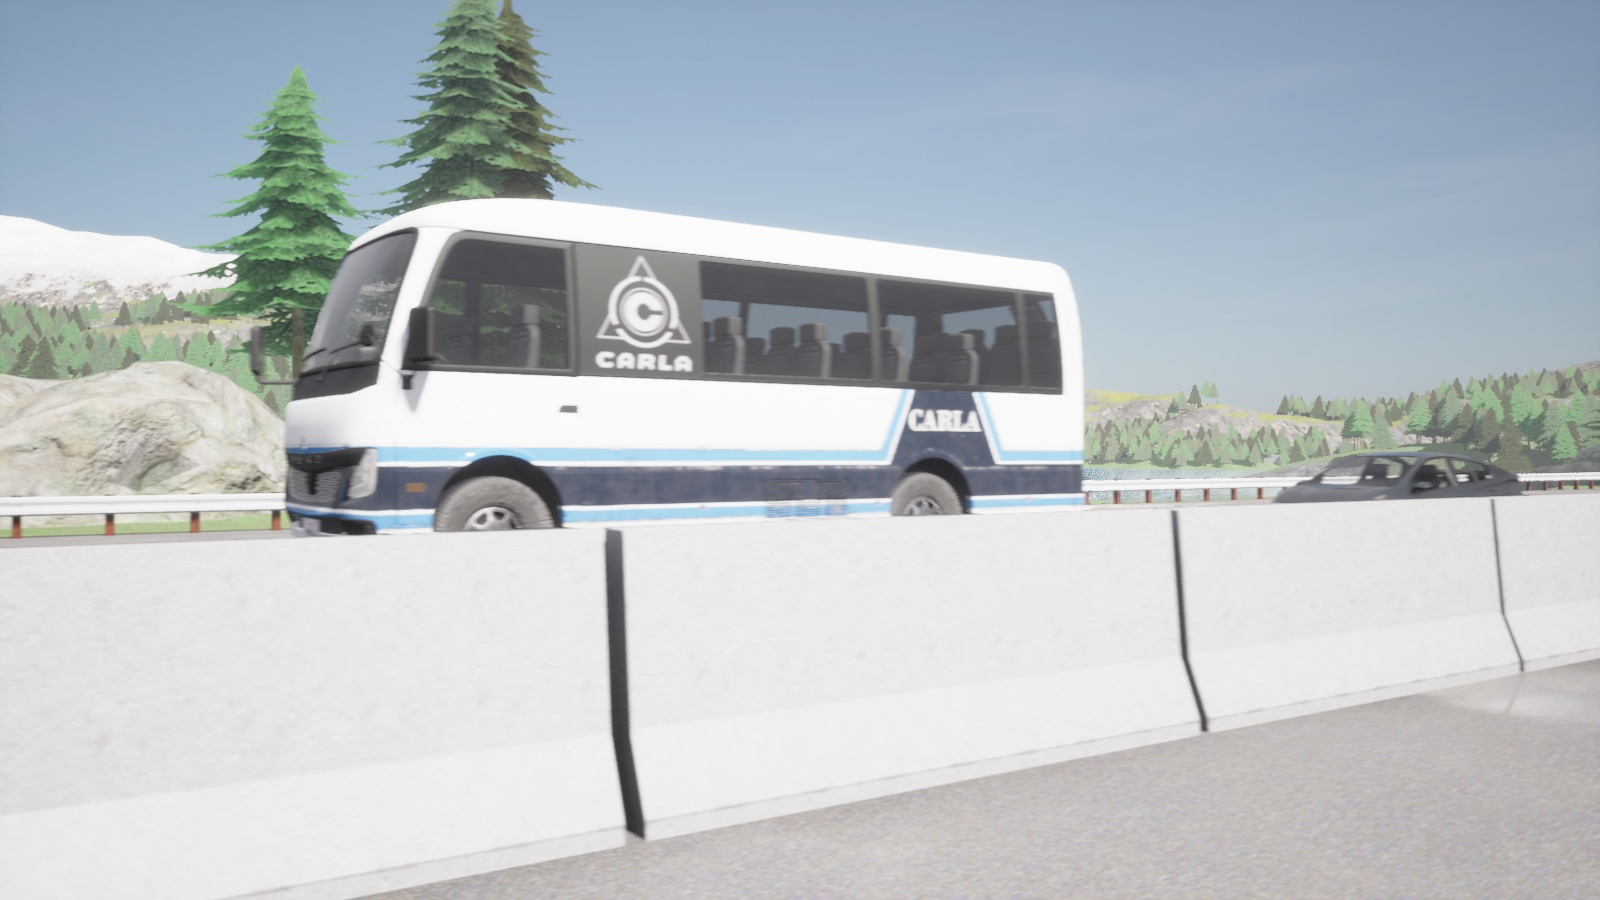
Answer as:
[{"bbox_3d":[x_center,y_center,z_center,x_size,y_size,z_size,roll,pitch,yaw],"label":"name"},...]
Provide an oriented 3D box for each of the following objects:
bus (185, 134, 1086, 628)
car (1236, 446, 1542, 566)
[{"bbox_3d":[-1.545,-0.591,15.381,10.273,4.253,3.944,0,0,-35],"label":"bus"},{"bbox_3d":[8.562,0.718,18.145,4.514,1.525,2.007,0,0,-35],"label":"car"}]
